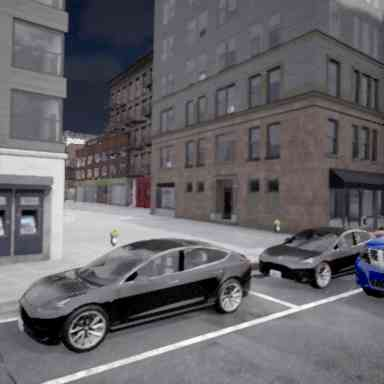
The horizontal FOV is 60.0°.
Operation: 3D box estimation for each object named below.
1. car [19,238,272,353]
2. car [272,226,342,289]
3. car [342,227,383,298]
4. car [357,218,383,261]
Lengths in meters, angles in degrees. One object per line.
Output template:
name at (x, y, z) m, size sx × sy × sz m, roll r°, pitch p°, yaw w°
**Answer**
car at (-0.767, 1.605, 6.211) m, size 4.313 × 1.339 × 1.947 m, roll 1°, pitch 0°, yaw -36°
car at (3.849, 1.683, 9.508) m, size 4.313 × 1.339 × 1.947 m, roll 1°, pitch 0°, yaw -36°
car at (6.112, 1.350, 7.744) m, size 5.566 × 2.045 × 2.150 m, roll 1°, pitch -1°, yaw -36°
car at (8.465, 1.739, 12.804) m, size 4.507 × 1.381 × 1.887 m, roll 1°, pitch 0°, yaw -36°
